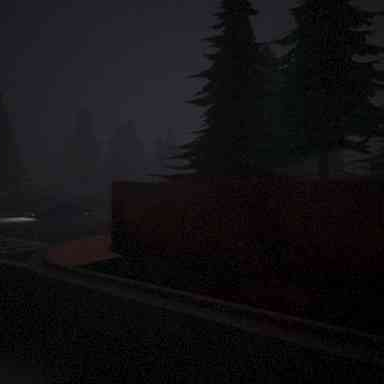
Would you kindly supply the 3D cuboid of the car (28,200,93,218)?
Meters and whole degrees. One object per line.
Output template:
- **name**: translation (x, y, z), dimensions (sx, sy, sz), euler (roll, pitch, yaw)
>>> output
- **car**: translation (-11.261, 1.413, 28.857), dimensions (2.033, 1.411, 5.357), euler (0, 0, 35)
